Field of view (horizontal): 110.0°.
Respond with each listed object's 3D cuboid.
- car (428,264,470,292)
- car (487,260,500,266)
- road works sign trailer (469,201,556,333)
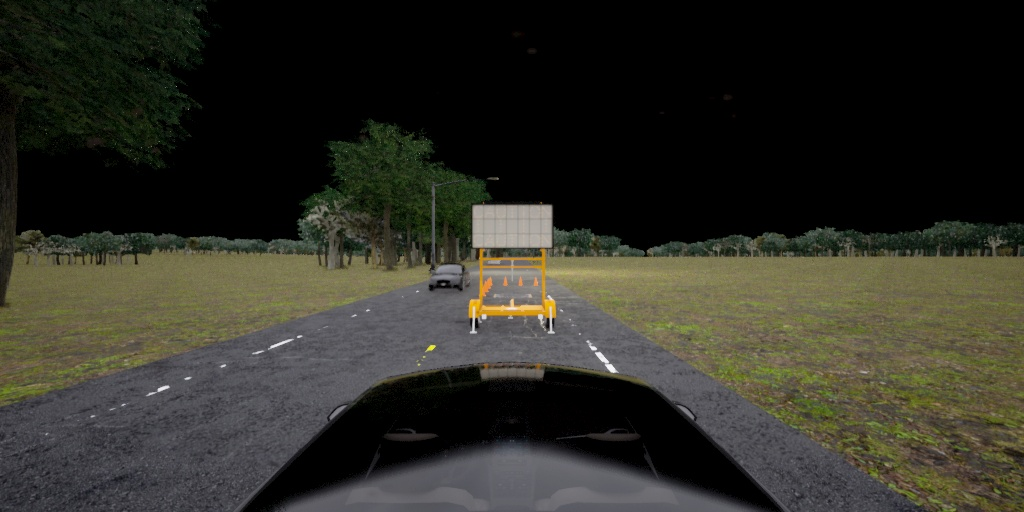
[{"bbox_3d":[-3.547,1.212,20.985,1.837,1.490,4.892,0,0,0],"label":"car"},{"bbox_3d":[-3.170,1.108,61.762,1.895,1.301,4.718,0,1,1],"label":"car"},{"bbox_3d":[0.012,0.199,10.614,2.380,3.560,2.880,0,0,0],"label":"road works sign trailer"}]
